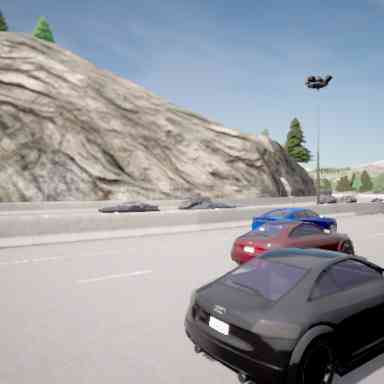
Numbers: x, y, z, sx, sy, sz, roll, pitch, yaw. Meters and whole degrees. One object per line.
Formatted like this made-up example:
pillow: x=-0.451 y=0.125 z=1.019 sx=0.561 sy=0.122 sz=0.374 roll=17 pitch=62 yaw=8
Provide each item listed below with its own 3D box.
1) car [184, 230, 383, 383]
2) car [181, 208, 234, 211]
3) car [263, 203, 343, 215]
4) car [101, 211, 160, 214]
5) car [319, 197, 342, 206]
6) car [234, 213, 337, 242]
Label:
car: x=1.955 y=1.563 z=5.139 sx=4.181 sy=1.385 sz=1.994 roll=0 pitch=0 yaw=-36
car: x=1.384 y=1.545 z=26.723 sx=5.357 sy=1.411 sz=2.033 roll=0 pitch=0 yaw=-38
car: x=5.033 y=1.476 z=16.069 sx=5.008 sy=1.535 sz=1.882 roll=0 pitch=0 yaw=-37
car: x=-5.018 y=1.598 z=26.285 sx=4.718 sy=1.301 sz=1.895 roll=0 pitch=0 yaw=-36
car: x=24.087 y=1.542 z=57.647 sx=2.033 sy=1.411 sz=5.357 roll=0 pitch=0 yaw=42
car: x=3.206 y=1.563 z=10.362 sx=4.181 sy=1.385 sz=1.994 roll=0 pitch=0 yaw=-36
